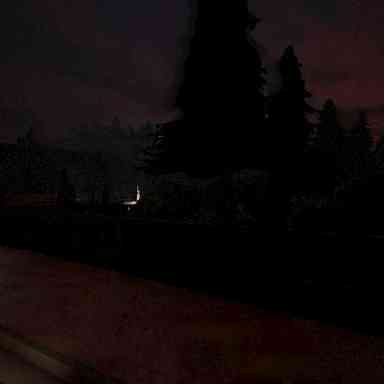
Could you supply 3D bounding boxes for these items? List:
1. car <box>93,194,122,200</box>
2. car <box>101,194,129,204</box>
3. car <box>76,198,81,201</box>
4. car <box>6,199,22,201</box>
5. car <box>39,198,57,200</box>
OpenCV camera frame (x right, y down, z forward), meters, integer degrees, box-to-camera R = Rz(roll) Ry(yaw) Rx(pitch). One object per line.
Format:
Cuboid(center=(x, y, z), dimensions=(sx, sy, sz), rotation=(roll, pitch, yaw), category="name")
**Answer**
Cuboid(center=(-14.557, 1.391, 54.546), dimensions=(2.128, 1.511, 4.902), rotation=(0, 2, 36), category="car")
Cuboid(center=(-14.068, 1.186, 61.220), dimensions=(1.837, 1.490, 4.892), rotation=(0, 3, 36), category="car")
Cuboid(center=(-19.892, 1.506, 53.102), dimensions=(1.812, 1.442, 4.674), rotation=(0, 1, 35), category="car")
Cuboid(center=(-25.029, 1.601, 45.955), dimensions=(1.895, 1.301, 4.718), rotation=(0, 0, 36), category="car")
Cuboid(center=(-20.454, 1.526, 46.320), dimensions=(1.812, 1.442, 4.674), rotation=(0, 0, 36), category="car")
